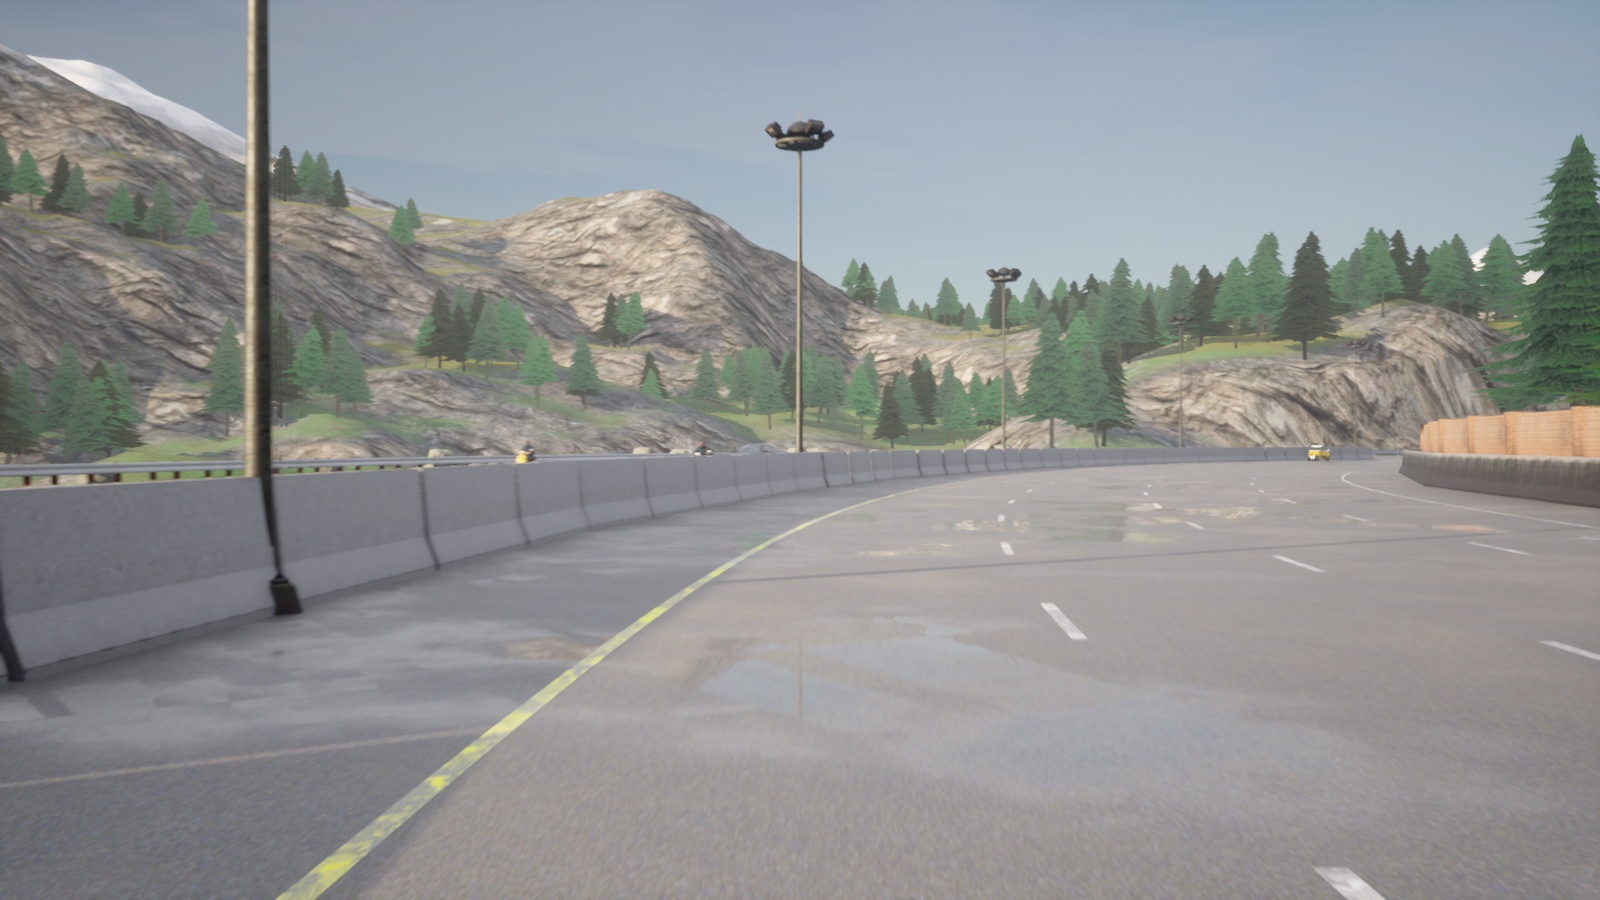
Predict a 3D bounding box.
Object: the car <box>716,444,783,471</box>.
[{"bbox_3d":[-2.710,0.379,68.758,1.812,1.442,4.674,0,0,24],"label":"car"}]
